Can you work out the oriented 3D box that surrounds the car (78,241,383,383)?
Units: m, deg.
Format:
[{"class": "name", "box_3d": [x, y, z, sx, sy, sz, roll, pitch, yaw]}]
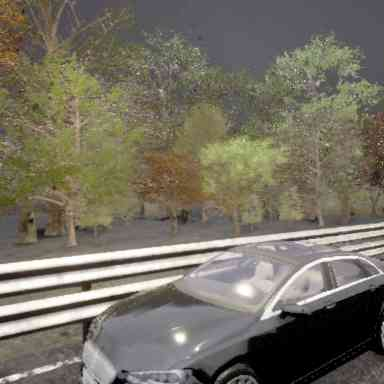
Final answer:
[{"class": "car", "box_3d": [1.070, 1.492, 4.447, 4.902, 1.511, 2.128, 0, 0, -35]}]
